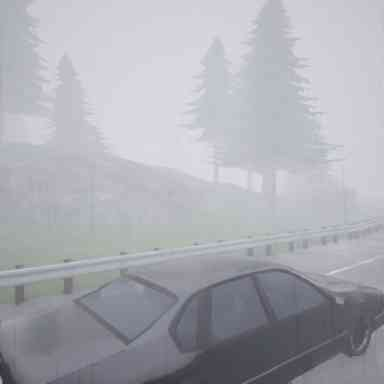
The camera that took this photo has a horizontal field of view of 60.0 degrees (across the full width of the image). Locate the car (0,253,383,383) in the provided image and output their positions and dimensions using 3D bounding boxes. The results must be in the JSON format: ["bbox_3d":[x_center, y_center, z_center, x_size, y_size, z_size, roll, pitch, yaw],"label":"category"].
[{"bbox_3d":[0.447,1.547,4.228,5.357,1.411,2.033,0,0,-37],"label":"car"}]
